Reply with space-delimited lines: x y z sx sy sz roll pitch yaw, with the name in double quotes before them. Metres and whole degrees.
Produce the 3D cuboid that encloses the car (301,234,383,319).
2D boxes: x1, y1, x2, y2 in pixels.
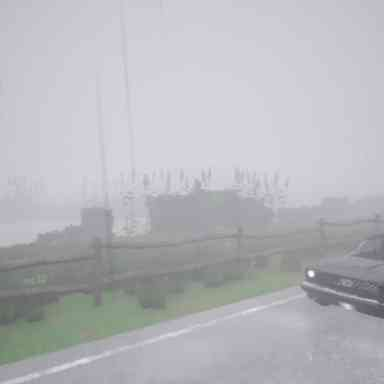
"car" 4.361 1.598 6.881 4.718 1.301 1.895 0 0 -37
